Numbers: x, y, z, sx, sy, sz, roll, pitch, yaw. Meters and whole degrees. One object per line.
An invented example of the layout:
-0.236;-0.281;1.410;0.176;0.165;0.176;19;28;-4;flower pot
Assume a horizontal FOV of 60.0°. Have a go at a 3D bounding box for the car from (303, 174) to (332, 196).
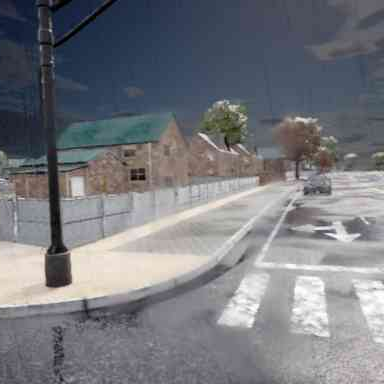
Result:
10.462;-0.721;27.794;2.097;1.767;4.553;-1;3;21;car
